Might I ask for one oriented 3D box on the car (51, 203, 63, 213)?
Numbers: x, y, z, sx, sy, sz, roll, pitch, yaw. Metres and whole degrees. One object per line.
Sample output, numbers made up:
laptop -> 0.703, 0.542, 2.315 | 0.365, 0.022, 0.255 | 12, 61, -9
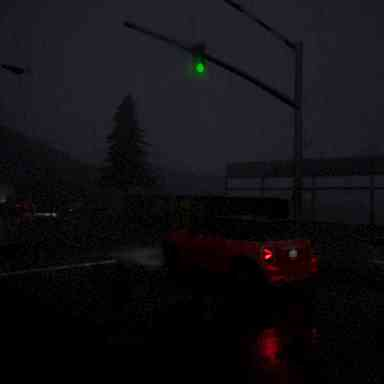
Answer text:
car -> -13.704, 1.680, 37.603 | 1.994, 1.385, 4.181 | 0, 0, 36

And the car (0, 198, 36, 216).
car -> -17.789, 1.401, 33.547 | 4.553, 1.767, 2.097 | 0, 0, 37

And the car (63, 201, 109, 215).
car -> -11.053, 1.654, 35.830 | 1.812, 1.442, 4.674 | -2, -1, 33

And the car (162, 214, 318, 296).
car -> 1.031, 1.418, 9.235 | 2.097, 1.767, 4.553 | 1, -1, -36
